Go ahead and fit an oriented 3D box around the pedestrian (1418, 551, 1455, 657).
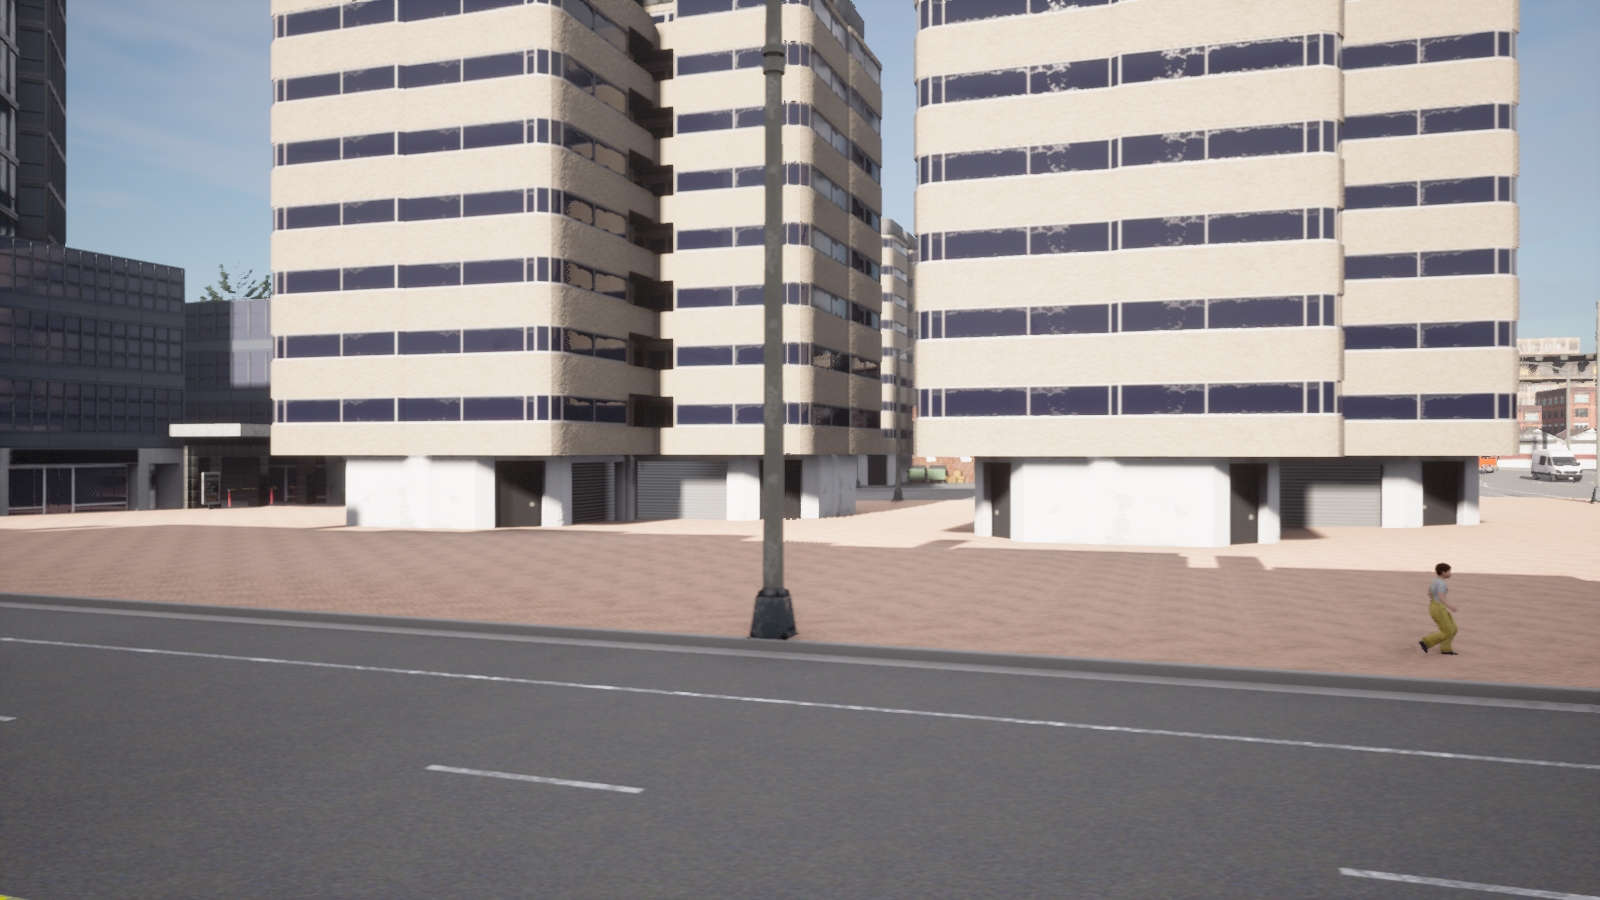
[{"bbox_3d":[8.190,1.977,14.708,0.375,1.300,0.375,0,0,22],"label":"pedestrian"}]
